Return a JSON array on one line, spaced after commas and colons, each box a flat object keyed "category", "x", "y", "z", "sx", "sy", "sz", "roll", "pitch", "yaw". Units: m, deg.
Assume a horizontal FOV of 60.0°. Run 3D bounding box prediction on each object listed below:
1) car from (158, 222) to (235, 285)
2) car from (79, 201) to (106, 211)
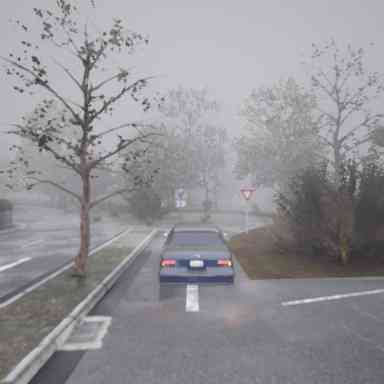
[{"category": "car", "x": 0.104, "y": 1.583, "z": 9.651, "sx": 2.033, "sy": 1.411, "sz": 5.357, "roll": 0, "pitch": 0, "yaw": 0}, {"category": "car", "x": -13.537, "y": 1.842, "z": 45.608, "sx": 4.674, "sy": 1.442, "sz": 1.812, "roll": 2, "pitch": -2, "yaw": 4}]
